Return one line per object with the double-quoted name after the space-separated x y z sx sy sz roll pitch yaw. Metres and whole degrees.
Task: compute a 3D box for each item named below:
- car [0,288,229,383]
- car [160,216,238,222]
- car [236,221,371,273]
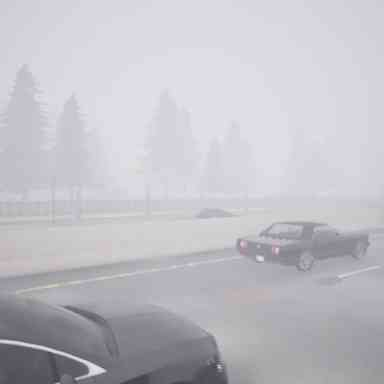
-1.901 1.505 2.388 4.892 1.490 1.837 0 0 -36 "car"
0.464 1.518 17.217 4.674 1.442 1.812 0 0 -35 "car"
3.744 1.593 10.713 4.718 1.301 1.895 0 0 -35 "car"
